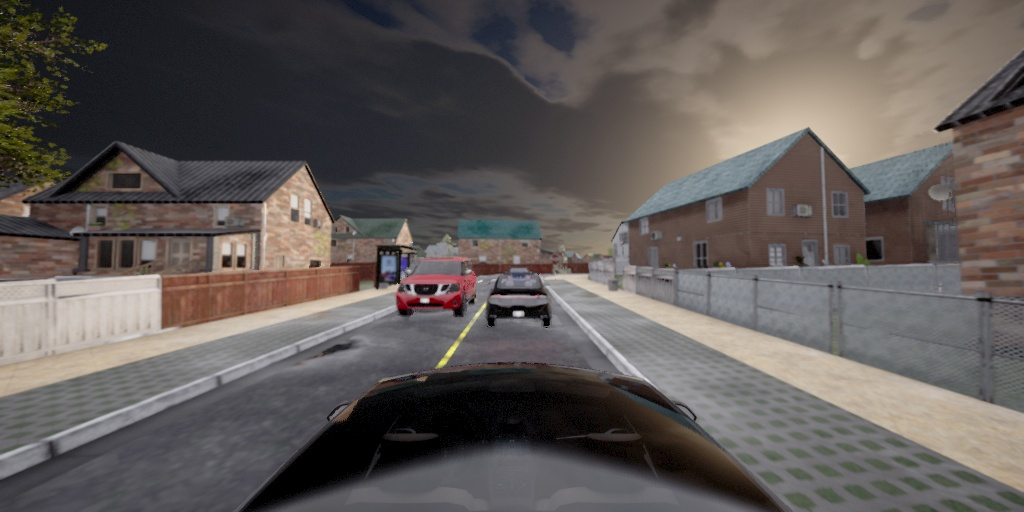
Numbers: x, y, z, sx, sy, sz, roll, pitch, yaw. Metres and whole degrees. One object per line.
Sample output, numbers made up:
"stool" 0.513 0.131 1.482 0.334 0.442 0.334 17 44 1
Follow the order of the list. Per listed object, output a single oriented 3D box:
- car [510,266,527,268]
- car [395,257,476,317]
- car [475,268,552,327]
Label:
"car" 0.440 1.457 25.834 2.033 1.411 5.357 0 0 0
"car" -2.649 1.047 13.897 2.150 2.045 5.566 0 0 1
"car" 0.226 1.303 11.767 2.128 1.511 4.902 0 0 1
